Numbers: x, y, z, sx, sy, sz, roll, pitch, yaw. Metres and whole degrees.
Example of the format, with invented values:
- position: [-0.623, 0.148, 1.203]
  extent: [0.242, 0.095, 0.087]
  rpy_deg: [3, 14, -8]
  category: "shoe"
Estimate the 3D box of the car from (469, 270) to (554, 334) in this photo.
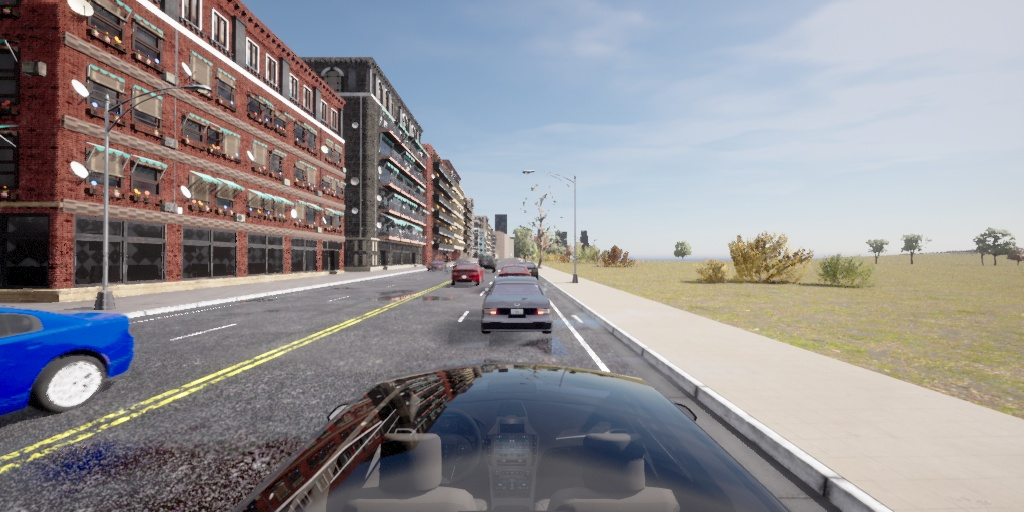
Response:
- position: [0.121, 1.299, 10.596]
  extent: [2.033, 1.411, 5.357]
  rpy_deg: [0, 0, 0]
  category: "car"

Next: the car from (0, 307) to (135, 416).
- position: [-6.598, 1.228, 3.216]
  extent: [1.882, 1.535, 5.008]
  rpy_deg: [0, 0, 0]
  category: "car"

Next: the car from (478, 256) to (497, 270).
- position: [-3.037, 0.973, 44.144]
  extent: [2.150, 2.045, 5.566]
  rpy_deg: [0, 0, 0]
  category: "car"

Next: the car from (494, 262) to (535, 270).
- position: [0.151, 1.230, 21.136]
  extent: [1.882, 1.535, 5.008]
  rpy_deg: [0, 0, 0]
  category: "car"

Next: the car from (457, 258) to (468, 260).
- position: [-6.484, 1.104, 46.414]
  extent: [2.097, 1.767, 4.553]
  rpy_deg: [0, 0, 0]
  category: "car"

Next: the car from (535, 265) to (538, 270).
- position: [1.210, 1.231, 30.573]
  extent: [1.882, 1.535, 5.008]
  rpy_deg: [0, 0, 0]
  category: "car"

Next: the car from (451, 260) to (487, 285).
- position: [-3.090, 1.230, 25.764]
  extent: [1.882, 1.535, 5.008]
  rpy_deg: [0, 0, 0]
  category: "car"

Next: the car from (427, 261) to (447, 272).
- position: [-9.733, 1.316, 46.770]
  extent: [1.994, 1.385, 4.181]
  rpy_deg: [0, 0, 0]
  category: "car"
